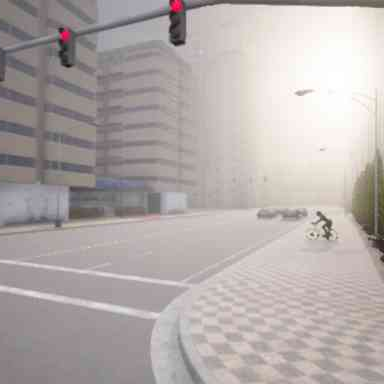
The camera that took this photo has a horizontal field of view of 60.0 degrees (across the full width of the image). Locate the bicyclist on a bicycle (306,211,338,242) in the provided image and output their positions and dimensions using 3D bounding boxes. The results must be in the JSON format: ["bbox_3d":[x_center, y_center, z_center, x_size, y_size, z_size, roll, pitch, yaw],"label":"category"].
[{"bbox_3d":[7.097,1.880,18.177,1.656,1.620,0.582,0,-2,24],"label":"bicyclist on a bicycle"}]

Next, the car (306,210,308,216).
[{"bbox_3d":[16.707,3.034,51.371,2.033,1.411,5.357,0,-2,24],"label":"car"}]

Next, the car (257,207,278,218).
[{"bbox_3d":[10.157,2.833,45.121,1.994,1.385,4.181,0,-2,25],"label":"car"}]

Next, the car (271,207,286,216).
[{"bbox_3d":[14.192,3.141,54.570,1.895,1.301,4.718,0,-2,21],"label":"car"}]

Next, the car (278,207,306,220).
[{"bbox_3d":[12.877,2.730,42.753,2.128,1.511,4.902,0,-2,25],"label":"car"}]
